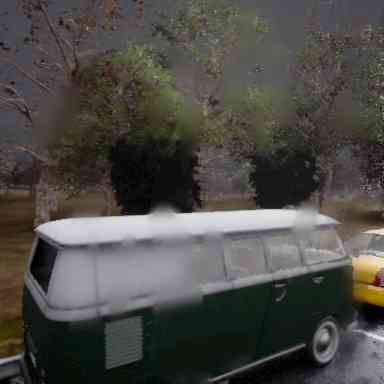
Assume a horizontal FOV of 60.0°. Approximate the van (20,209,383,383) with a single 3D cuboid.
[{"bbox_3d":[0.338,1.256,4.294,4.442,1.987,1.878,0,0,-33],"label":"van"}]
